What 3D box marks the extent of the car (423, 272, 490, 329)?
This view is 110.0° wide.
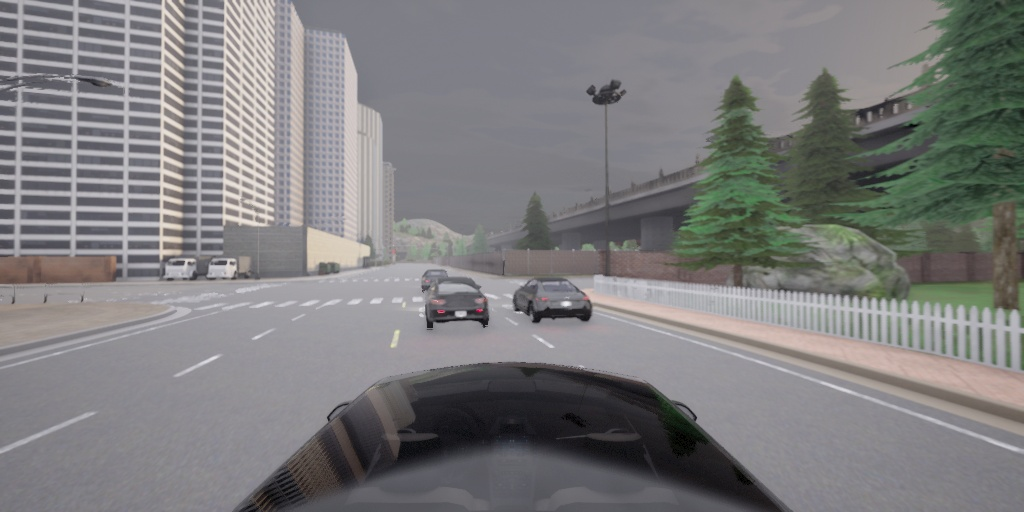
[{"bbox_3d":[-1.909,1.411,11.803,1.812,1.442,4.674,0,-1,-14],"label":"car"}]

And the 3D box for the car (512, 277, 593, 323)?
[{"bbox_3d":[1.289,1.450,12.873,1.994,1.385,4.181,0,-1,-11],"label":"car"}]

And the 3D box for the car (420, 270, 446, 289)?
[{"bbox_3d":[-5.193,1.625,24.442,2.033,1.411,5.357,0,-1,-15],"label":"car"}]
